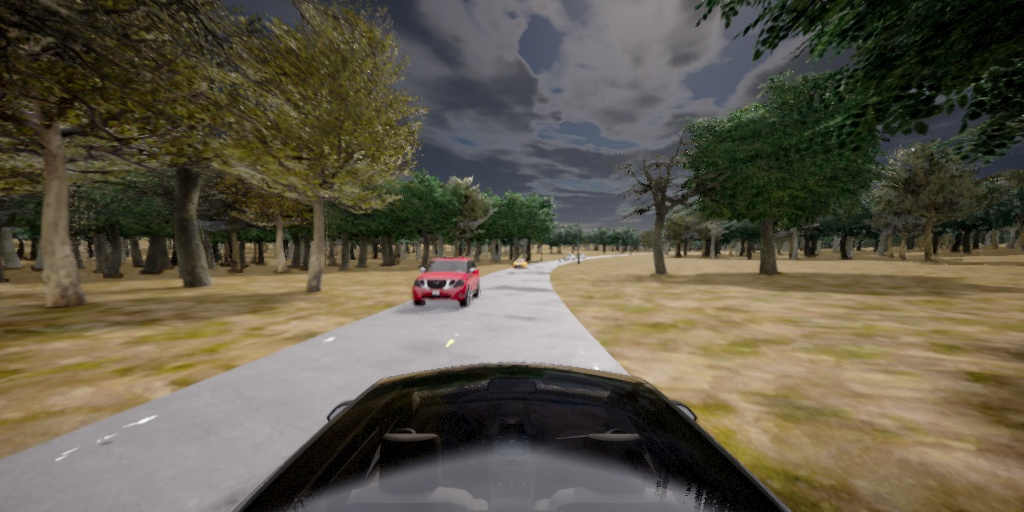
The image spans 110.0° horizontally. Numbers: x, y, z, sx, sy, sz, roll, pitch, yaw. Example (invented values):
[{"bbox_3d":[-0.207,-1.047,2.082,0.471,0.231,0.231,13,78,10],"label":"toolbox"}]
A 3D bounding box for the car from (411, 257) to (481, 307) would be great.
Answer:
[{"bbox_3d":[-2.759,1.060,16.319,2.150,2.045,5.566,0,0,3],"label":"car"}]

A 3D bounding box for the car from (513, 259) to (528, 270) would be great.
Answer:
[{"bbox_3d":[1.309,1.294,56.437,1.882,1.535,5.008,1,0,10],"label":"car"}]
